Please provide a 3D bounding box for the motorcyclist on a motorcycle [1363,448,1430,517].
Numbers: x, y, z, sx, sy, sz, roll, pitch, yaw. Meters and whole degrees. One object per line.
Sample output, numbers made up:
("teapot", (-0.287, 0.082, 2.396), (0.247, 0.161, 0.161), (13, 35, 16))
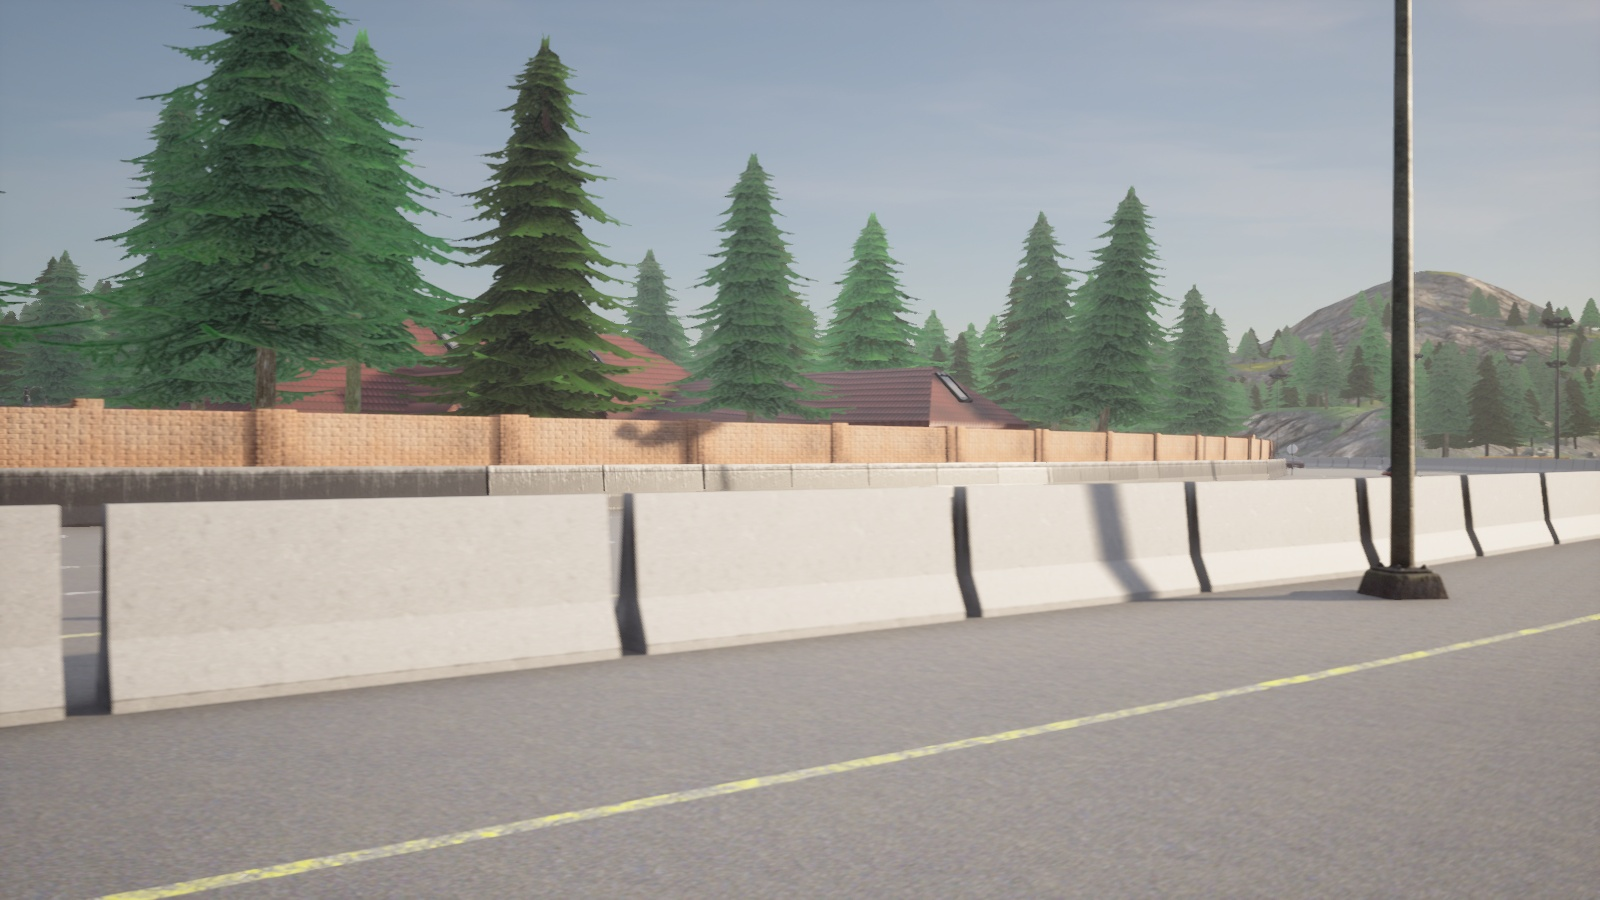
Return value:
("motorcyclist on a motorcycle", (14.160, 0.747, 29.812), (0.866, 1.590, 1.817), (-2, -1, 44))
